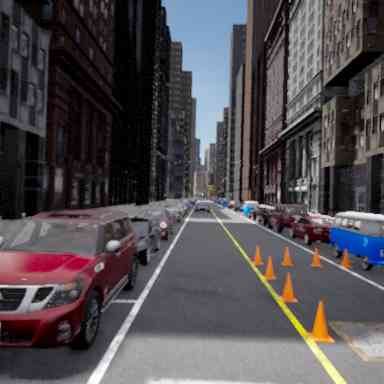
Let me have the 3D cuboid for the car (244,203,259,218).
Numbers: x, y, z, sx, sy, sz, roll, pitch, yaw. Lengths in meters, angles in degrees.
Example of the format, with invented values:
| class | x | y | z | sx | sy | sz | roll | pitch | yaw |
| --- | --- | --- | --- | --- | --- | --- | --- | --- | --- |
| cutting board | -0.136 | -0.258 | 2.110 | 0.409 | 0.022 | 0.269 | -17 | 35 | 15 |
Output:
| class | x | y | z | sx | sy | sz | roll | pitch | yaw |
| --- | --- | --- | --- | --- | --- | --- | --- | --- | --- |
| car | 6.919 | 2.178 | 34.443 | 1.947 | 1.339 | 4.313 | 2 | -1 | 2 |

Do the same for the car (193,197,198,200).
| class | x | y | z | sx | sy | sz | roll | pitch | yaw |
| --- | --- | --- | --- | --- | --- | --- | --- | --- | --- |
| car | -0.401 | 2.238 | 79.734 | 2.192 | 1.841 | 5.009 | 2 | -1 | 2 |

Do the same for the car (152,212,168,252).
| class | x | y | z | sx | sy | sz | roll | pitch | yaw |
| --- | --- | --- | --- | --- | --- | --- | --- | --- | --- |
| car | -2.195 | 1.641 | 12.124 | 1.947 | 1.339 | 4.313 | 2 | -1 | 2 |

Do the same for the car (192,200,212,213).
| class | x | y | z | sx | sy | sz | roll | pitch | yaw |
| --- | --- | --- | --- | --- | --- | --- | --- | --- | --- |
| car | 1.430 | 2.130 | 44.859 | 1.994 | 1.385 | 4.181 | 2 | -1 | 2 |

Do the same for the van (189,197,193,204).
| class | x | y | z | sx | sy | sz | roll | pitch | yaw |
| --- | --- | --- | --- | --- | --- | --- | --- | --- | --- |
| van | -1.145 | 1.906 | 51.564 | 1.690 | 1.788 | 3.998 | 2 | -1 | 2 |

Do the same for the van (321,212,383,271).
| class | x | y | z | sx | sy | sz | roll | pitch | yaw |
| --- | --- | --- | --- | --- | --- | --- | --- | --- | --- |
| van | 6.331 | 1.674 | 11.908 | 1.690 | 1.788 | 3.998 | 2 | -1 | 2 |

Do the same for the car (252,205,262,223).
| class | x | y | z | sx | sy | sz | roll | pitch | yaw |
| --- | --- | --- | --- | --- | --- | --- | --- | --- | --- |
| car | 6.770 | 2.108 | 28.808 | 1.947 | 1.339 | 4.313 | 2 | -1 | 2 |

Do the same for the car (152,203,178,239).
| class | x | y | z | sx | sy | sz | roll | pitch | yaw |
| --- | --- | --- | --- | --- | --- | --- | --- | --- | --- |
| car | -2.041 | 1.585 | 17.760 | 1.967 | 1.590 | 4.097 | 2 | -1 | 2 |

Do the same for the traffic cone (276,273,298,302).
| class | x | y | z | sx | sy | sz | roll | pitch | yaw |
| --- | --- | --- | --- | --- | --- | --- | --- | --- | --- |
| traffic cone | 2.155 | 2.109 | 7.445 | 0.340 | 0.580 | 0.340 | 2 | -1 | 2 |

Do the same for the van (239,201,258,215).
| class | x | y | z | sx | sy | sz | roll | pitch | yaw |
| --- | --- | --- | --- | --- | --- | --- | --- | --- | --- |
| van | 7.076 | 2.024 | 40.080 | 1.690 | 1.788 | 3.998 | 2 | -1 | 2 |

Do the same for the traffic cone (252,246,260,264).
| class | x | y | z | sx | sy | sz | roll | pitch | yaw |
| --- | --- | --- | --- | --- | --- | --- | --- | --- | --- |
| traffic cone | 2.260 | 2.158 | 11.443 | 0.340 | 0.580 | 0.340 | 2 | -1 | 2 |

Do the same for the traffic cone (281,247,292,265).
| class | x | y | z | sx | sy | sz | roll | pitch | yaw |
| --- | --- | --- | --- | --- | --- | --- | --- | --- | --- |
| traffic cone | 3.260 | 2.189 | 11.416 | 0.340 | 0.580 | 0.340 | 2 | -1 | 2 |

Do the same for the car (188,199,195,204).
| class | x | y | z | sx | sy | sz | roll | pitch | yaw |
| --- | --- | --- | --- | --- | --- | --- | --- | --- | --- |
| car | -0.111 | 2.616 | 90.998 | 1.887 | 1.381 | 4.507 | 2 | -1 | 2 |

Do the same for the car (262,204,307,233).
| class | x | y | z | sx | sy | sz | roll | pitch | yaw |
| --- | --- | --- | --- | --- | --- | --- | --- | --- | --- |
| car | 6.630 | 1.788 | 23.177 | 2.192 | 1.841 | 5.009 | 2 | -1 | 2 |

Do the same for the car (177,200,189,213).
| class | x | y | z | sx | sy | sz | roll | pitch | yaw |
| --- | --- | --- | --- | --- | --- | --- | --- | --- | --- |
| car | -1.602 | 1.878 | 34.490 | 1.752 | 1.417 | 4.829 | 2 | -1 | 2 |

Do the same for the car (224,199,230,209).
| class | x | y | z | sx | sy | sz | roll | pitch | yaw |
| --- | --- | --- | --- | --- | --- | --- | --- | --- | --- |
| car | 7.664 | 2.509 | 62.615 | 1.887 | 1.381 | 4.507 | 2 | -1 | 2 |

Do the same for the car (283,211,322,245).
| class | x | y | z | sx | sy | sz | roll | pitch | yaw |
| --- | --- | --- | --- | --- | --- | --- | --- | --- | --- |
| car | 6.473 | 1.947 | 17.540 | 1.887 | 1.381 | 4.507 | 2 | -1 | 2 |

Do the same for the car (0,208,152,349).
| class | x | y | z | sx | sy | sz | roll | pitch | yaw |
| --- | --- | --- | --- | --- | --- | --- | --- | --- | --- |
| car | -2.335 | 1.320 | 6.493 | 2.192 | 1.841 | 5.009 | 2 | -1 | 2 |

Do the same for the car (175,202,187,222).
| class | x | y | z | sx | sy | sz | roll | pitch | yaw |
| --- | --- | --- | --- | --- | --- | --- | --- | --- | --- |
| car | -1.747 | 1.835 | 29.026 | 2.008 | 1.369 | 4.403 | 2 | -1 | 2 |

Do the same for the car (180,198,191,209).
| class | x | y | z | sx | sy | sz | roll | pitch | yaw |
| --- | --- | --- | --- | --- | --- | --- | --- | --- | --- |
| car | -1.446 | 1.865 | 40.295 | 1.967 | 1.590 | 4.097 | 2 | -1 | 2 |

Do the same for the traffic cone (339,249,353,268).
| class | x | y | z | sx | sy | sz | roll | pitch | yaw |
| --- | --- | --- | --- | --- | --- | --- | --- | --- | --- |
| traffic cone | 5.258 | 2.249 | 11.363 | 0.340 | 0.580 | 0.340 | 2 | -1 | 2 |

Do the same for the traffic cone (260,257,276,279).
| class | x | y | z | sx | sy | sz | roll | pitch | yaw |
| --- | --- | --- | --- | --- | --- | --- | --- | --- | --- |
| traffic cone | 2.208 | 2.134 | 9.444 | 0.340 | 0.580 | 0.340 | 2 | -1 | 2 |

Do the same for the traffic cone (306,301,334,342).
| class | x | y | z | sx | sy | sz | roll | pitch | yaw |
| --- | --- | --- | --- | --- | --- | --- | --- | --- | --- |
| traffic cone | 2.102 | 2.084 | 5.446 | 0.340 | 0.580 | 0.340 | 2 | -1 | 2 |

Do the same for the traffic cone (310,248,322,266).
| class | x | y | z | sx | sy | sz | roll | pitch | yaw |
| --- | --- | --- | --- | --- | --- | --- | --- | --- | --- |
| traffic cone | 4.259 | 2.219 | 11.390 | 0.340 | 0.580 | 0.340 | 2 | -1 | 2 |

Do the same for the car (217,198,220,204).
| class | x | y | z | sx | sy | sz | roll | pitch | yaw |
| --- | --- | --- | --- | --- | --- | --- | --- | --- | --- |
| car | 8.266 | 2.570 | 85.154 | 2.192 | 1.841 | 5.009 | 2 | -1 | 2 |

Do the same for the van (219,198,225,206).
| class | x | y | z | sx | sy | sz | roll | pitch | yaw |
| --- | --- | --- | --- | --- | --- | --- | --- | --- | --- |
| van | 8.117 | 2.522 | 79.520 | 1.690 | 1.788 | 3.998 | 2 | -1 | 2 |

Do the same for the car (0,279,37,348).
| class | x | y | z | sx | sy | sz | roll | pitch | yaw |
| --- | --- | --- | --- | --- | --- | --- | --- | --- | --- |
| car | -2.491 | 1.480 | 0.856 | 1.887 | 1.381 | 4.507 | 2 | -1 | 2 |

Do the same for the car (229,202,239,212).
| class | x | y | z | sx | sy | sz | roll | pitch | yaw |
| --- | --- | --- | --- | --- | --- | --- | --- | --- | --- |
| car | 7.366 | 2.389 | 51.346 | 1.947 | 1.339 | 4.313 | 2 | -1 | 2 |
